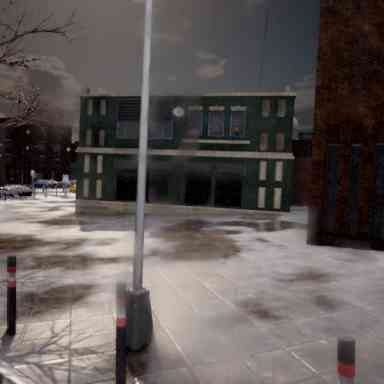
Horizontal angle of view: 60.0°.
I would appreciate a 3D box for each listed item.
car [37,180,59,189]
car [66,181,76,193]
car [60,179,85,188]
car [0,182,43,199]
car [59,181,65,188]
[{"bbox_3d":[-28.346,-1.558,62.922,4.553,1.767,2.185,3,3,20],"label":"car"},{"bbox_3d":[-18.003,-0.661,55.162,1.882,1.535,5.008,3,3,20],"label":"car"},{"bbox_3d":[-25.459,-1.768,70.675,4.553,1.767,2.185,3,3,20],"label":"car"},{"bbox_3d":[-19.634,-0.017,37.595,2.128,1.511,4.902,3,2,10],"label":"car"},{"bbox_3d":[-27.422,-1.502,65.528,5.008,1.535,2.097,3,3,20],"label":"car"}]
